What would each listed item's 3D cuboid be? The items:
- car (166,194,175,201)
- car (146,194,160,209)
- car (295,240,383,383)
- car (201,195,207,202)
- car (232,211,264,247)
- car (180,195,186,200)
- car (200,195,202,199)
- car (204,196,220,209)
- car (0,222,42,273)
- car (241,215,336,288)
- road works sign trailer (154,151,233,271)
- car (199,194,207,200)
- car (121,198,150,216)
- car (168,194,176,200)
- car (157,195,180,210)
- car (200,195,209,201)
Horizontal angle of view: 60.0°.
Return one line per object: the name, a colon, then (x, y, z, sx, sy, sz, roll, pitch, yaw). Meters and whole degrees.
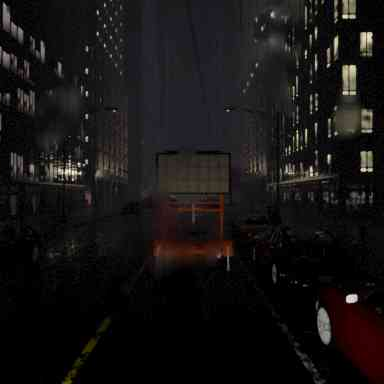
car: (-5.329, 1.317, 82.805, 1.967, 1.590, 4.097, 1, 0, 0)
car: (-5.499, 1.406, 43.077, 1.967, 1.590, 4.097, 0, 0, 0)
car: (2.710, 1.545, 3.304, 1.887, 1.381, 4.507, 0, 0, 0)
car: (2.929, 1.528, 54.378, 1.802, 1.307, 4.206, 1, 0, 0)
car: (2.759, 1.522, 14.825, 1.752, 1.417, 4.829, 0, 0, 0)
car: (-2.629, 1.427, 87.200, 1.994, 1.385, 4.181, 0, 0, 0)
car: (2.953, 1.517, 60.052, 1.802, 1.307, 4.206, 1, 0, 0)
car: (2.880, 1.532, 43.029, 1.947, 1.339, 4.313, 0, 0, 0)
car: (-5.646, 1.550, 9.021, 2.008, 1.369, 4.403, 0, 0, 0)
car: (2.734, 1.550, 8.978, 2.008, 1.369, 4.403, 0, 0, 0)
road works sign trailer: (0.046, 0.463, 10.901, 2.380, 3.560, 2.880, 0, 0, 0)
car: (3.099, 1.386, 94.101, 1.887, 1.381, 4.507, 1, 0, 0)
car: (-5.549, 1.526, 31.725, 1.887, 1.381, 4.507, 0, 0, 0)
car: (-5.306, 1.385, 88.311, 1.752, 1.417, 4.829, 1, 0, 0)
car: (-2.823, 1.445, 41.685, 1.882, 1.535, 5.008, 0, 0, 0)
car: (3.050, 1.442, 82.751, 1.947, 1.339, 4.313, 1, 0, 0)
